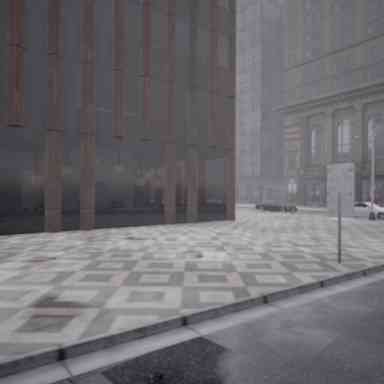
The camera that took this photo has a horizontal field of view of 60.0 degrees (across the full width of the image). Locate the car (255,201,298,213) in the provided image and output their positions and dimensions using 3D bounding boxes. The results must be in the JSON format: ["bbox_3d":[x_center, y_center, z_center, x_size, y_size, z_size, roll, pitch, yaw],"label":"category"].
[{"bbox_3d":[9.348,1.672,36.931,1.895,1.301,4.718,0,0,-36],"label":"car"}]

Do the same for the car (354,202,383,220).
[{"bbox_3d":[15.168,1.623,28.859,1.812,1.442,4.674,0,0,-37],"label":"car"}]
